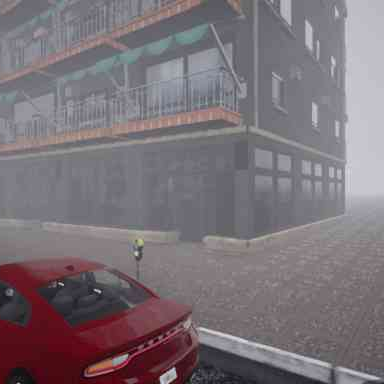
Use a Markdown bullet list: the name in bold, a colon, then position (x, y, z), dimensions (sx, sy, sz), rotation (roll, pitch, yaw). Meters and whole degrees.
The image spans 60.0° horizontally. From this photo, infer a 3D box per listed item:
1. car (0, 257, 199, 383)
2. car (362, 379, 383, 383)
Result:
- **car**: position (-2.031, 1.545, 4.320), dimensions (4.507, 1.381, 1.887), rotation (0, 0, 35)
- **car**: position (2.561, 1.566, 1.052), dimensions (4.313, 1.339, 1.947), rotation (0, 0, 35)
